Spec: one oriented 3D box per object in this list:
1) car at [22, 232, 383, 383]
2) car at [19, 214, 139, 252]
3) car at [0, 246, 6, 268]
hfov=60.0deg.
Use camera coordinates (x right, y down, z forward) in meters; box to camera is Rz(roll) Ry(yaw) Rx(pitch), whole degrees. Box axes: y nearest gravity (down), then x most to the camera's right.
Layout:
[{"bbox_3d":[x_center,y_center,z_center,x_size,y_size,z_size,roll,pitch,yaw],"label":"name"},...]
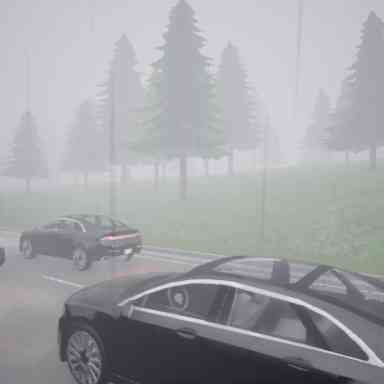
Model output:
[{"bbox_3d":[0.500,1.490,3.637,4.902,1.511,2.128,0,0,36],"label":"car"},{"bbox_3d":[-3.798,1.491,10.971,4.902,1.511,2.128,0,0,36],"label":"car"},{"bbox_3d":[-7.085,1.601,9.027,4.718,1.301,1.895,0,0,36],"label":"car"}]
